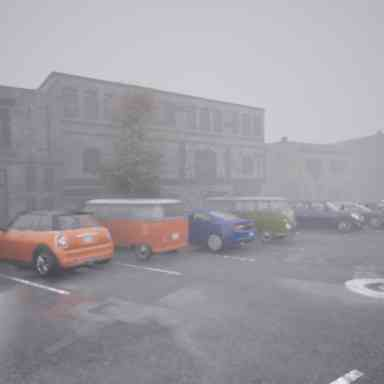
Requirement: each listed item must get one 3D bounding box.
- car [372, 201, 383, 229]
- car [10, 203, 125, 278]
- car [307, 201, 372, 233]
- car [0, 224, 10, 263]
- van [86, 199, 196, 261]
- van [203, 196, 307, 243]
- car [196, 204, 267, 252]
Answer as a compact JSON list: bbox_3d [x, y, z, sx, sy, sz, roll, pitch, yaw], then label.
[{"bbox_3d":[9.726,1.394,20.533,4.892,1.521,2.231,-1,-1,35],"label":"car"},{"bbox_3d":[-4.579,1.346,10.291,4.553,1.767,2.185,-1,0,35],"label":"car"},{"bbox_3d":[7.317,1.278,18.847,4.553,1.767,2.185,-1,-1,35],"label":"car"},{"bbox_3d":[-6.988,1.531,8.610,4.674,1.452,2.002,-1,-1,35],"label":"car"},{"bbox_3d":[-2.314,1.233,12.077,4.442,1.987,1.878,-1,0,35],"label":"van"},{"bbox_3d":[2.660,1.199,15.359,4.442,1.987,1.878,-1,-1,35],"label":"van"},{"bbox_3d":[0.179,1.441,13.711,5.008,1.535,2.097,-1,0,35],"label":"car"}]
